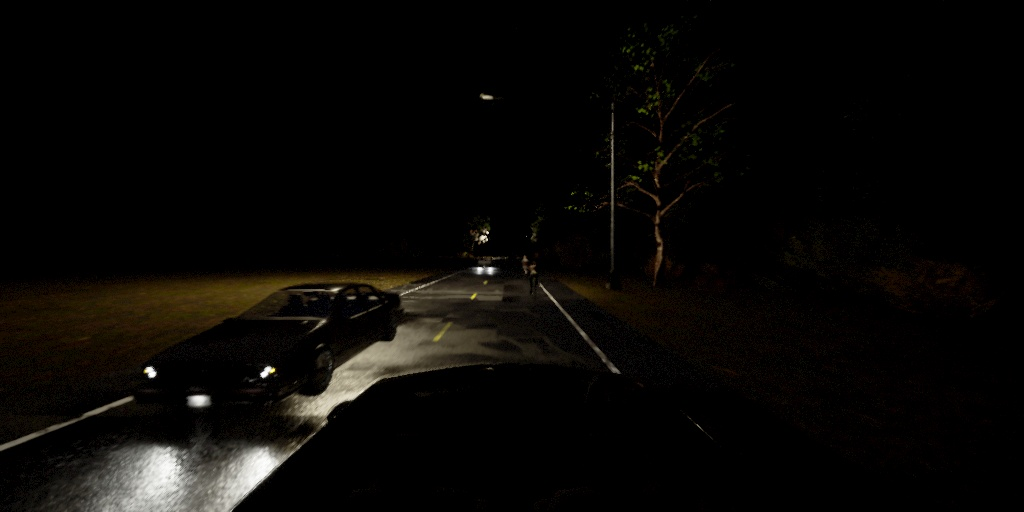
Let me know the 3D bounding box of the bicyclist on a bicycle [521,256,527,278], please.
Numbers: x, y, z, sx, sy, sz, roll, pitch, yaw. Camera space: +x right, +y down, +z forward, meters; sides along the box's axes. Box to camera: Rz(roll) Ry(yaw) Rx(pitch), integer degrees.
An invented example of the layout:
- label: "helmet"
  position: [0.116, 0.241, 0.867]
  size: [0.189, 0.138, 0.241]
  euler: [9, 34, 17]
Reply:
- label: "bicyclist on a bicycle"
  position: [0.963, 0.851, 26.365]
  size: [0.659, 1.776, 1.843]
  euler: [0, 1, 0]

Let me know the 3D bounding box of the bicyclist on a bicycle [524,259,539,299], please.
- label: "bicyclist on a bicycle"
  position: [0.963, 1.048, 15.911]
  size: [0.582, 1.620, 1.656]
  euler: [0, 0, 0]

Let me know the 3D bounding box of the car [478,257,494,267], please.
- label: "car"
  position: [-3.549, 0.835, 49.178]
  size: [1.895, 1.301, 4.718]
  euler: [0, 1, 1]

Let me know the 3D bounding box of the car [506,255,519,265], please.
- label: "car"
  position: [0.071, 0.711, 57.297]
  size: [1.994, 1.385, 4.181]
  euler: [0, 1, 0]

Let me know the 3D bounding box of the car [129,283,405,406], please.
- label: "car"
  position: [-3.597, 1.242, 6.772]
  size: [2.033, 1.411, 5.357]
  euler: [0, 1, 0]
